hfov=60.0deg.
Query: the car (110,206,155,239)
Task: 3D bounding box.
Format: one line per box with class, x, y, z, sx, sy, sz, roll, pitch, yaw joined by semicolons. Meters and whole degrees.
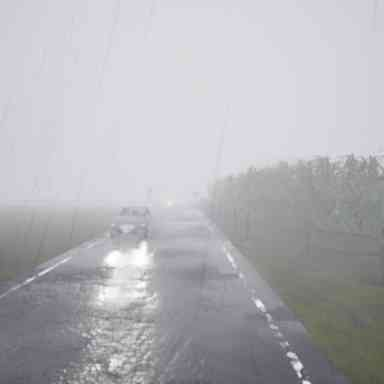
car;-3.020;1.512;17.582;2.128;1.511;4.902;0;0;-1
